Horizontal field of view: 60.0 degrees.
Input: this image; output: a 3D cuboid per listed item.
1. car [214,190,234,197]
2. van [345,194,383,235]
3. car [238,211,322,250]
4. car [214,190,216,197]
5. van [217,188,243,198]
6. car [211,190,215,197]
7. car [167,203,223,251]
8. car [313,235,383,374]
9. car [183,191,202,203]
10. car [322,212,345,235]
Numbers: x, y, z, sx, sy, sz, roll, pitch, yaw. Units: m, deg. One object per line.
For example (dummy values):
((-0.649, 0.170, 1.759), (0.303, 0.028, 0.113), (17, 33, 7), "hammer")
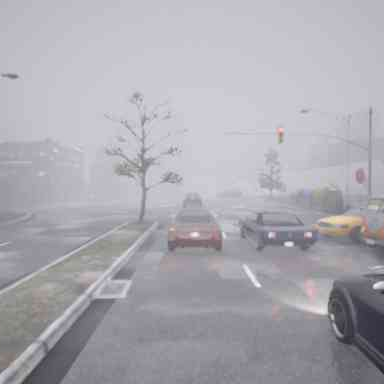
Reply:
((8.065, 0.414, 84.887), (4.553, 1.767, 2.185), (1, 0, -20), "car")
((7.959, 1.076, 11.705), (4.442, 1.987, 1.878), (0, 1, -20), "van")
((3.095, 1.392, 13.122), (1.895, 1.301, 4.718), (0, 1, -3), "car")
((8.041, 0.483, 72.962), (4.674, 1.452, 2.002), (1, 0, -20), "car")
((7.935, 0.167, 66.966), (4.442, 1.987, 1.878), (1, 0, -20), "van")
((7.864, 0.461, 75.876), (5.366, 1.575, 1.946), (1, 0, -20), "car")
((0.096, 1.356, 13.074), (1.994, 1.385, 4.181), (0, 1, 0), "car")
((3.099, 1.502, 3.579), (1.994, 1.385, 4.181), (0, 1, 0), "car")
((0.067, 0.725, 39.607), (2.097, 1.767, 4.553), (-1, 2, 0), "car")
((7.891, 1.253, 14.667), (5.366, 1.575, 1.946), (0, 1, -20), "car")
